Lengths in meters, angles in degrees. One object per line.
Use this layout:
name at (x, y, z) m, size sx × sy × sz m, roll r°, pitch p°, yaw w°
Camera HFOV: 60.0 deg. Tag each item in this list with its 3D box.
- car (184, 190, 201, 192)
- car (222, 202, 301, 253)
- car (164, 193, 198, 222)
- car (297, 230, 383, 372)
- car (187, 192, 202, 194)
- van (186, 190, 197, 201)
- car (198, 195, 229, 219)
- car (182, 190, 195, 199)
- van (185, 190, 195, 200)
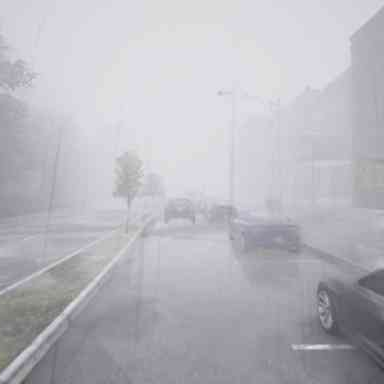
car at (0.448, 0.770, 51.907) m, size 2.435 × 2.045 × 5.566 m, roll 0°, pitch 1°, yaw -3°
car at (2.678, 1.385, 13.216) m, size 2.097 × 1.535 × 5.008 m, roll 0°, pitch 0°, yaw -3°
car at (-0.923, 1.163, 24.260) m, size 2.097 × 1.767 × 4.553 m, roll 0°, pitch 1°, yaw -3°
car at (3.042, 1.483, 3.625) m, size 2.163 × 1.488 × 4.792 m, roll 0°, pitch 0°, yaw 0°
car at (0.766, 1.112, 46.375) m, size 2.163 × 1.488 × 4.792 m, roll 0°, pitch 1°, yaw -3°
van at (-0.197, 0.665, 63.069) m, size 1.878 × 1.987 × 4.442 m, roll 0°, pitch 1°, yaw -3°
car at (1.727, 1.285, 29.732) m, size 2.002 × 1.452 × 4.674 m, roll 0°, pitch 0°, yaw -3°
car at (-0.831, 0.499, 74.055) m, size 2.435 × 2.045 × 5.566 m, roll 0°, pitch 1°, yaw -3°
van at (-0.515, 0.596, 68.607) m, size 1.878 × 1.987 × 4.442 m, roll 0°, pitch 1°, yaw -3°
